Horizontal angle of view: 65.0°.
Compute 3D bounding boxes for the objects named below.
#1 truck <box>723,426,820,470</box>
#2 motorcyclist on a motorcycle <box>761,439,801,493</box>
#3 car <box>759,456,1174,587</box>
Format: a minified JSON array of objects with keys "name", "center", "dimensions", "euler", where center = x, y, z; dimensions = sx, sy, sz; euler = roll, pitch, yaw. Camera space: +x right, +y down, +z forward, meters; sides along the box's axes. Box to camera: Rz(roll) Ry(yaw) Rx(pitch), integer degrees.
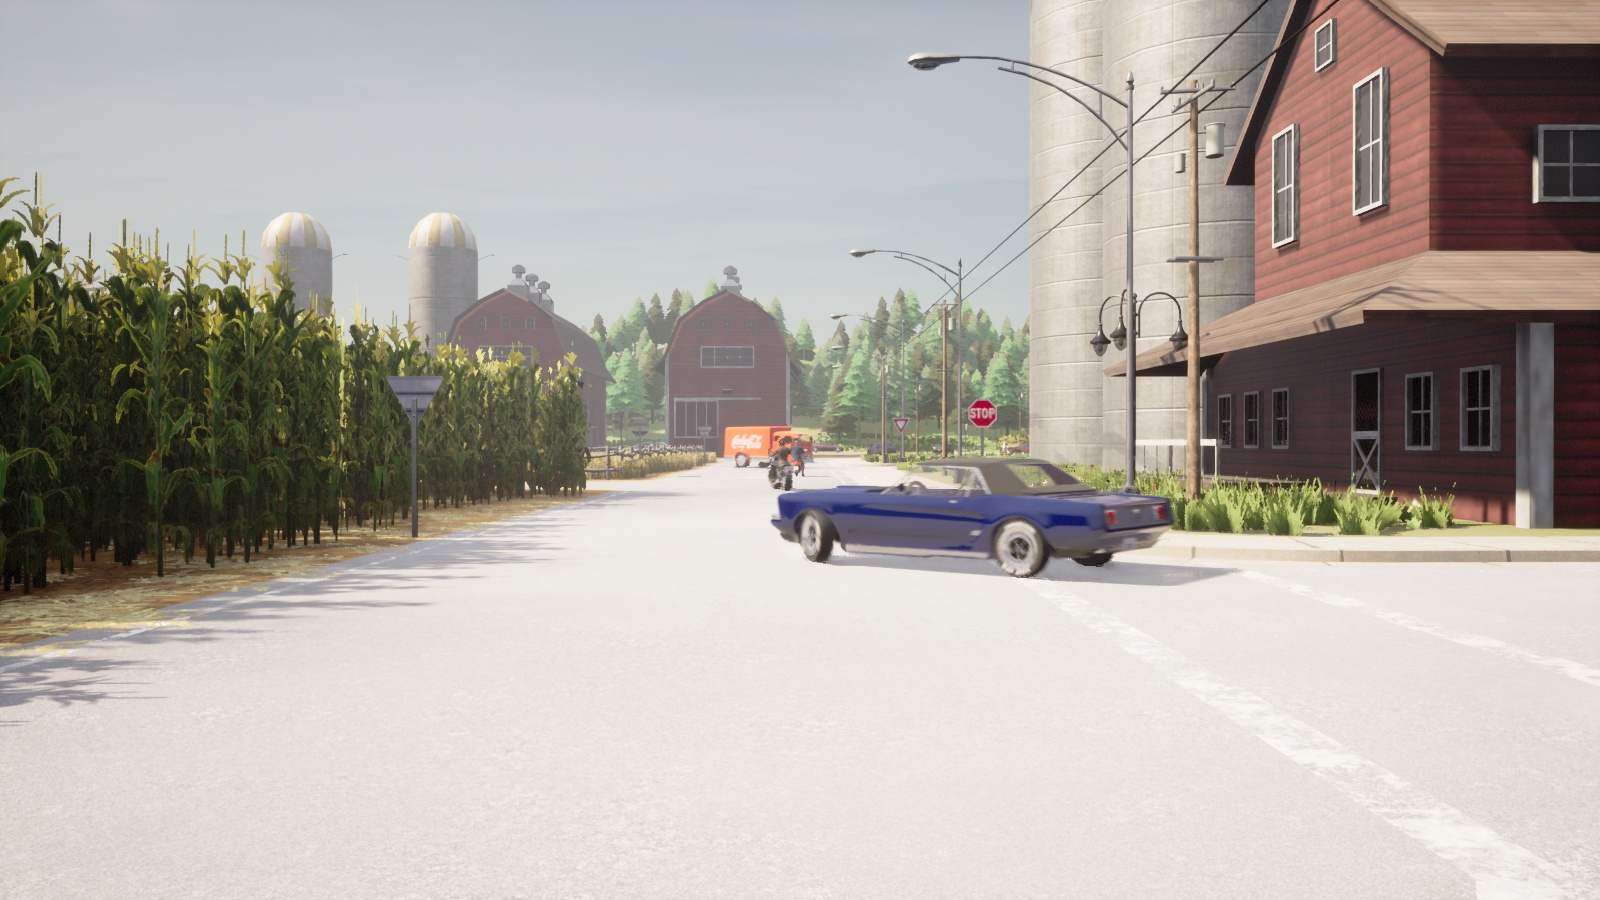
[{"name":"truck","center":[-1.705,-0.167,74.385],"dimensions":[5.204,2.467,2.627],"euler":[1,2,35]},{"name":"motorcyclist on a motorcycle","center":[-0.616,0.472,39.697],"dimensions":[0.766,1.649,2.350],"euler":[-1,0,-14]},{"name":"car","center":[1.883,0.749,15.213],"dimensions":[4.718,1.301,1.895],"euler":[0,0,41]}]
